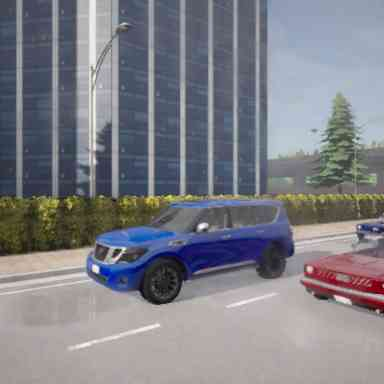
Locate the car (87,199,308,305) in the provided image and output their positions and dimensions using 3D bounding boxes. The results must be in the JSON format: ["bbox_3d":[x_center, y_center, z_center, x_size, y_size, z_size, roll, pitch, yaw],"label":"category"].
[{"bbox_3d":[0.259,1.219,8.475,5.566,2.045,2.150,0,0,-36],"label":"car"}]

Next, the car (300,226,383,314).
[{"bbox_3d":[4.463,1.601,7.178,4.718,1.301,1.895,0,0,-36],"label":"car"}]

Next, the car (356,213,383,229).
[{"bbox_3d":[9.370,1.601,14.984,4.718,1.301,1.895,0,0,-36],"label":"car"}]
